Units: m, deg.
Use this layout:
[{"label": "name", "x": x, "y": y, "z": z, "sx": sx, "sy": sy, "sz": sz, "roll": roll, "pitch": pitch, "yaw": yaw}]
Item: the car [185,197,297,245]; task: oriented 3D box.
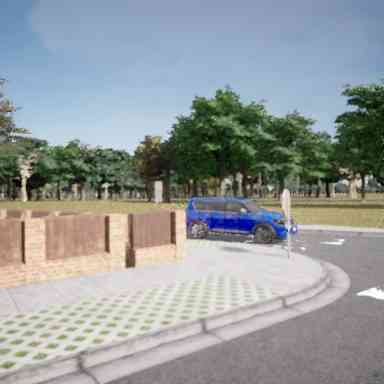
[{"label": "car", "x": 2.149, "y": 1.300, "z": 16.125, "sx": 5.566, "sy": 2.045, "sz": 2.150, "roll": 0, "pitch": 0, "yaw": 31}]
